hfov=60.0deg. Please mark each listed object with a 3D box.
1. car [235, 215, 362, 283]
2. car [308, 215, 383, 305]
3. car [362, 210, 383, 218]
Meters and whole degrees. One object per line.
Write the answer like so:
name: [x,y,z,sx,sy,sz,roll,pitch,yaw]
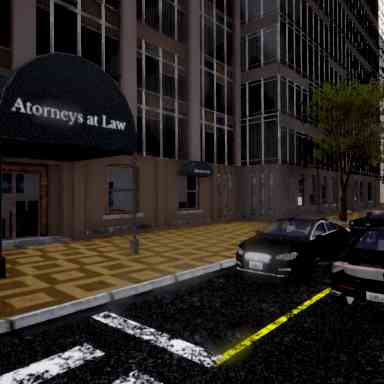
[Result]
car: [3.172,1.523,9.945,2.128,1.511,4.902,-1,0,41]
car: [4.587,1.496,7.232,2.128,1.511,4.902,-1,0,41]
car: [9.936,1.636,17.696,1.895,1.301,4.718,-1,-1,41]
